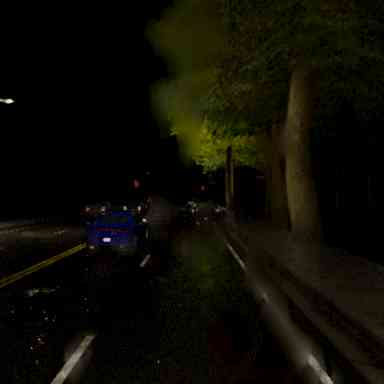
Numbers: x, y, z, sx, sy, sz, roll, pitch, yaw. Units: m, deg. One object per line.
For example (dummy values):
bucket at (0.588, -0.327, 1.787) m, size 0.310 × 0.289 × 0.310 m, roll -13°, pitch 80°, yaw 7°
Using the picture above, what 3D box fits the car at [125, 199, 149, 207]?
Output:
car at (-6.538, 1.788, 38.202) m, size 2.097 × 1.767 × 4.553 m, roll 0°, pitch -1°, yaw 0°

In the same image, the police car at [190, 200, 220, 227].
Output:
police car at (1.010, 1.699, 25.018) m, size 1.930 × 1.638 × 5.238 m, roll 0°, pitch -1°, yaw 0°

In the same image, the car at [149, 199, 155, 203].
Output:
car at (-9.641, 2.380, 77.070) m, size 2.128 × 1.511 × 4.902 m, roll 0°, pitch -1°, yaw 0°

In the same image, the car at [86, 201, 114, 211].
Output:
car at (-9.793, 1.756, 35.623) m, size 2.097 × 1.767 × 4.553 m, roll 0°, pitch -1°, yaw 0°

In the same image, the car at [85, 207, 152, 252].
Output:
car at (-3.129, 1.633, 14.707) m, size 1.882 × 1.535 × 5.008 m, roll 0°, pitch -1°, yaw 0°

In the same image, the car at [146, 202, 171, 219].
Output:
car at (-3.102, 1.974, 33.159) m, size 1.895 × 1.301 × 4.718 m, roll 0°, pitch -1°, yaw 0°

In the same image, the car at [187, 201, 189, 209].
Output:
car at (0.083, 2.254, 58.225) m, size 1.994 × 1.385 × 4.181 m, roll 0°, pitch -1°, yaw 0°

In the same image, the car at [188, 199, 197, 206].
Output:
car at (0.109, 2.456, 77.185) m, size 2.033 × 1.411 × 5.357 m, roll 0°, pitch -1°, yaw 0°

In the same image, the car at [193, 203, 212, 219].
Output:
car at (1.024, 1.900, 34.907) m, size 1.837 × 1.490 × 4.892 m, roll 0°, pitch -1°, yaw 0°

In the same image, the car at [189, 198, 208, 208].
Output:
car at (1.033, 1.695, 40.940) m, size 2.150 × 2.045 × 5.566 m, roll 0°, pitch -1°, yaw 0°
